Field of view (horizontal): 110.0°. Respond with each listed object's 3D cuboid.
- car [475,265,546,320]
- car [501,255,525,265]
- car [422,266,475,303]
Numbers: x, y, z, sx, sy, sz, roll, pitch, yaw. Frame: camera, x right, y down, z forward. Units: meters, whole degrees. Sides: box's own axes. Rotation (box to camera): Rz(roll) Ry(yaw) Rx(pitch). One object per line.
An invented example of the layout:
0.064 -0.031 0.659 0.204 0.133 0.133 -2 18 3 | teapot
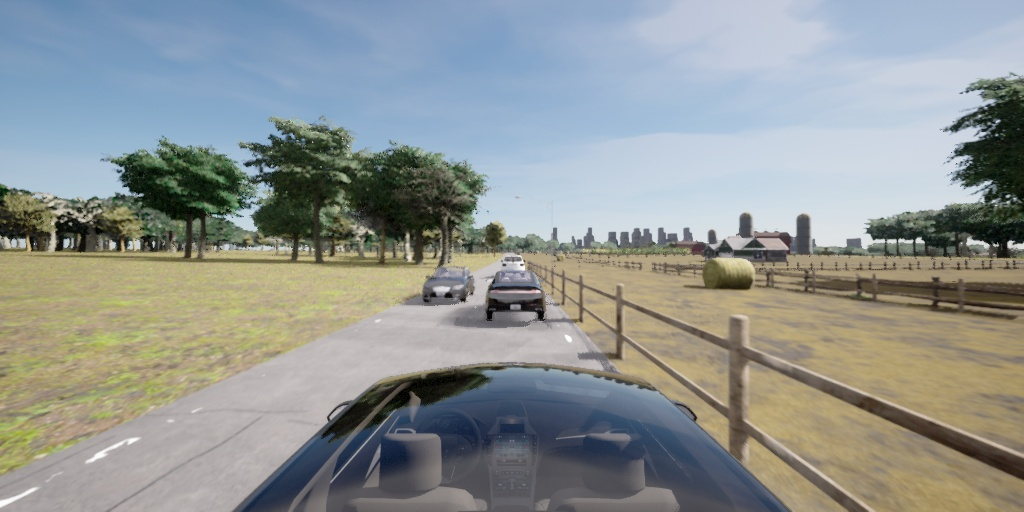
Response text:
0.101 1.236 12.591 2.128 1.511 4.902 0 0 0 | car
0.100 0.951 34.562 2.150 2.045 5.566 0 0 0 | car
-2.787 1.234 16.633 2.128 1.511 4.902 0 0 1 | car
